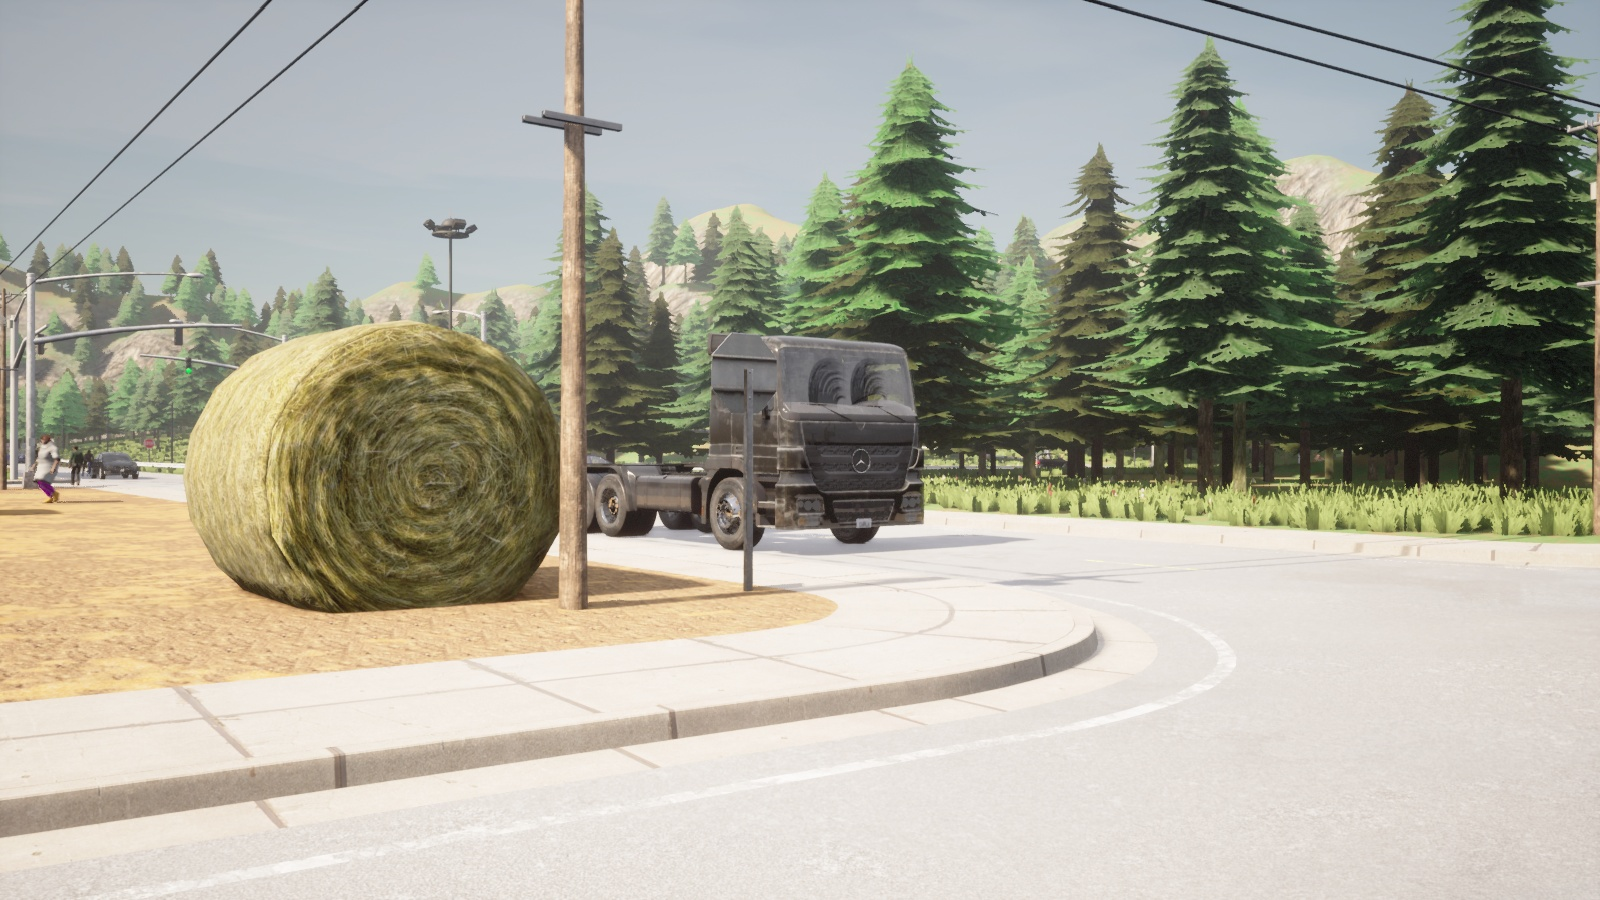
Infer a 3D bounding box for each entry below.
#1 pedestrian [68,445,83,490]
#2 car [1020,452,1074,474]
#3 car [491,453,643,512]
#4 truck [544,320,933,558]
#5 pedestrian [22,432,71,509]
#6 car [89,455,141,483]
[{"bbox_3d":[-31.254,0.754,54.147,0.423,1.949,0.788,0,0,-41],"label":"pedestrian"},{"bbox_3d":[17.822,0.916,90.697,3.705,1.549,1.789,0,0,-36],"label":"car"},{"bbox_3d":[-6.496,0.834,34.610,2.128,1.511,4.902,0,0,-38],"label":"car"},{"bbox_3d":[-1.446,-0.144,22.325,2.891,3.462,7.936,0,0,-38],"label":"truck"},{"bbox_3d":[-19.607,0.529,32.690,0.659,1.952,0.873,0,0,24],"label":"pedestrian"},{"bbox_3d":[-38.275,1.037,70.097,1.837,1.490,4.892,0,0,-38],"label":"car"}]
